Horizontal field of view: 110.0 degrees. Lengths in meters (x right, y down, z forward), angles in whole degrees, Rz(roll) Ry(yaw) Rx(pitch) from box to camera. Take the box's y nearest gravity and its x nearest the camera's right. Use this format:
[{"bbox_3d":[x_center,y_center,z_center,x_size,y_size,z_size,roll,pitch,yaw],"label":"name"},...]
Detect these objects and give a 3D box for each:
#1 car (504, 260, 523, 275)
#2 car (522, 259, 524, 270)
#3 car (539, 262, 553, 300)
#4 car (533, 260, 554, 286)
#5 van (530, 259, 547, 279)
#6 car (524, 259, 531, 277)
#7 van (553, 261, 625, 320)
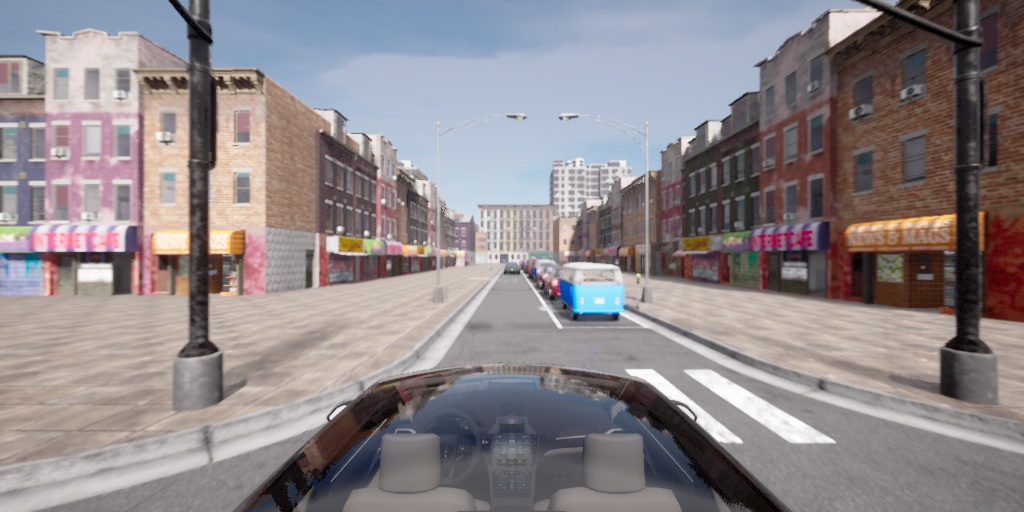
[{"bbox_3d":[0.006,1.513,42.685,1.994,1.385,4.181,0,0,0],"label":"car"},{"bbox_3d":[2.644,1.279,45.496,2.192,1.841,5.009,0,0,0],"label":"car"},{"bbox_3d":[2.640,1.264,18.120,1.967,1.591,4.097,0,0,0],"label":"car"},{"bbox_3d":[2.641,1.291,23.595,1.967,1.591,4.097,0,0,0],"label":"car"},{"bbox_3d":[2.642,1.220,29.070,1.690,1.789,3.998,0,0,0],"label":"van"},{"bbox_3d":[2.642,1.222,34.542,2.192,1.841,5.009,0,0,0],"label":"car"},{"bbox_3d":[2.639,1.139,12.644,1.690,1.789,3.998,0,0,0],"label":"van"}]
